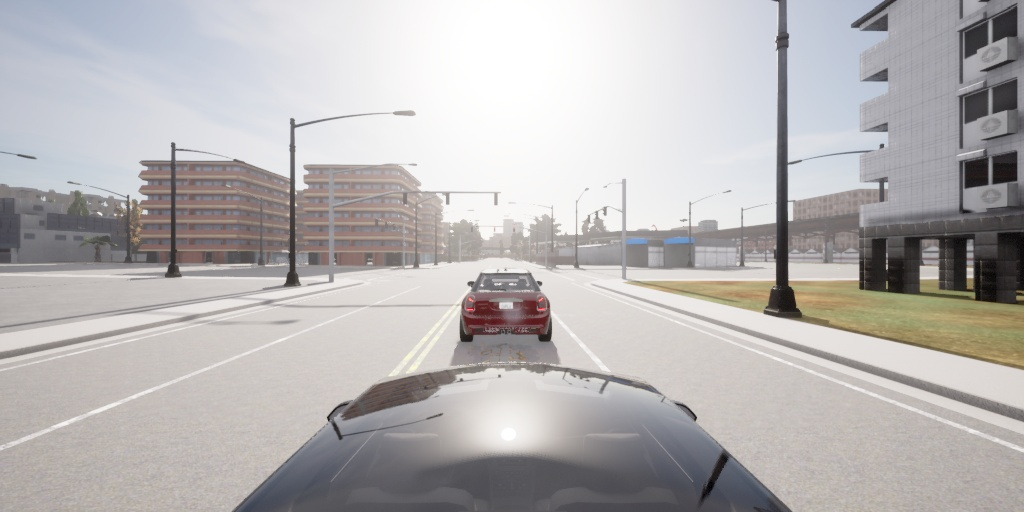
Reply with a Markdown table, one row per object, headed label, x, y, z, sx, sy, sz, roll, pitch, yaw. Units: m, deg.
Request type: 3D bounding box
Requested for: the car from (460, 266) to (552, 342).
| label | x | y | z | sx | sy | sz | roll | pitch | yaw |
| --- | --- | --- | --- | --- | --- | --- | --- | --- | --- |
| car | -0.190 | 1.102 | 9.946 | 2.097 | 1.767 | 4.553 | 0 | 0 | -2 |
